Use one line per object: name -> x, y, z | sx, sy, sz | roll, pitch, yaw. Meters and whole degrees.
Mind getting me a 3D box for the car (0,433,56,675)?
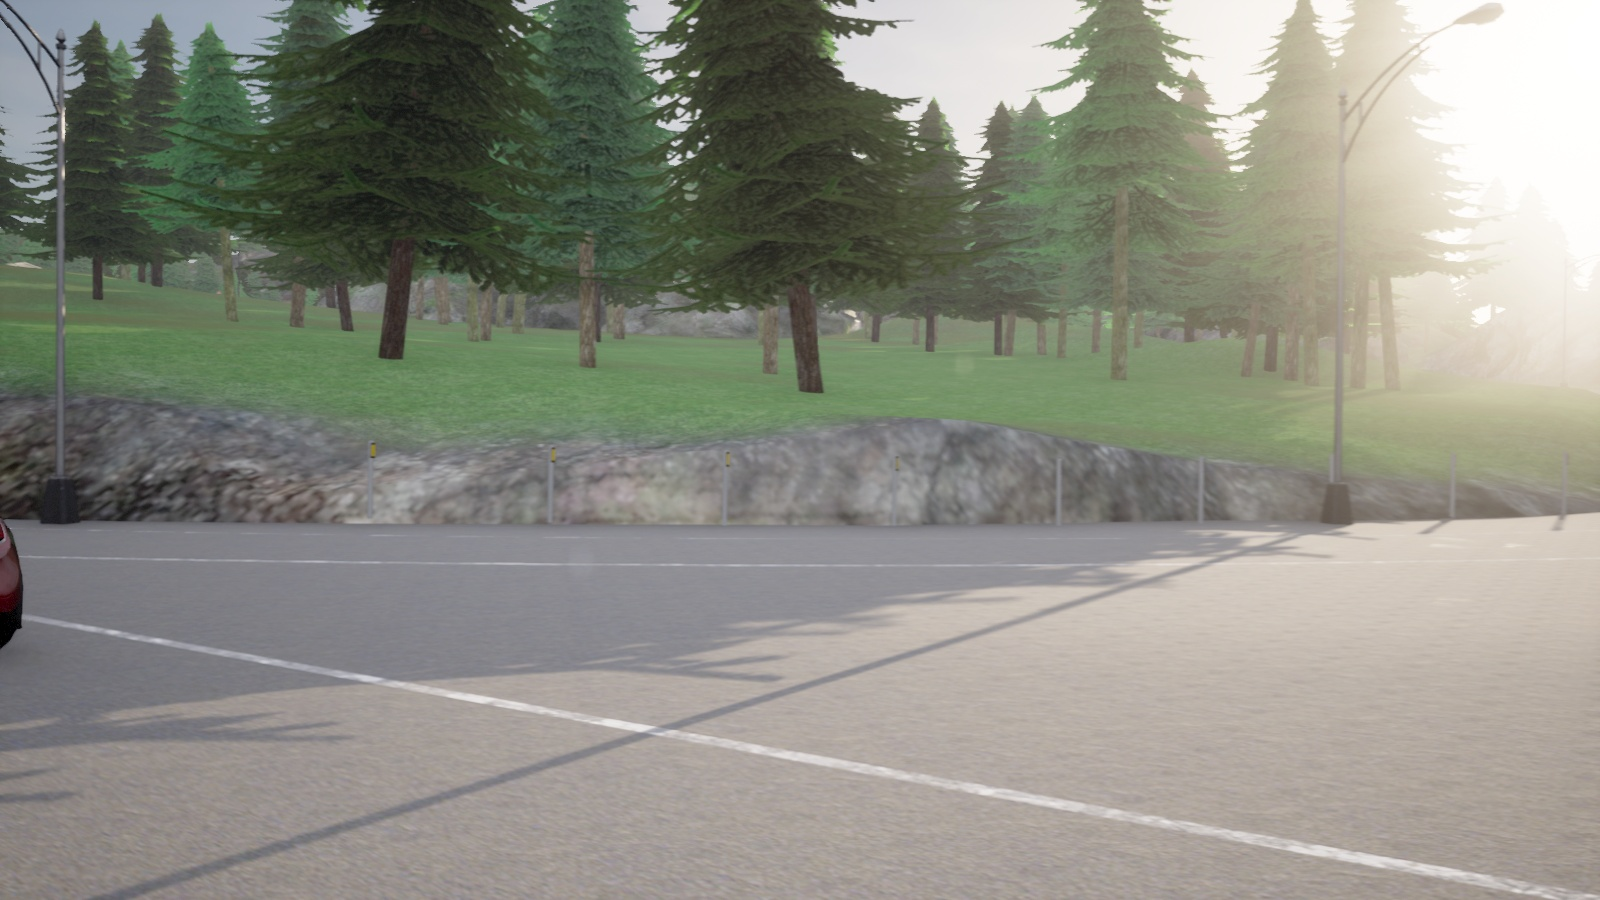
car -> -6.847, 0.647, 8.172 | 3.806, 1.475, 1.970 | 0, 1, 34
